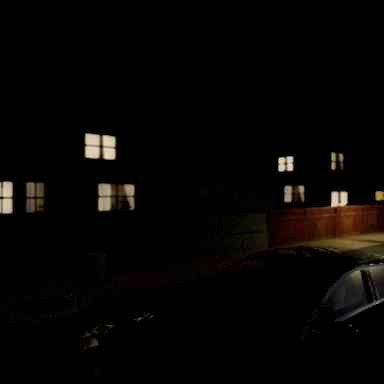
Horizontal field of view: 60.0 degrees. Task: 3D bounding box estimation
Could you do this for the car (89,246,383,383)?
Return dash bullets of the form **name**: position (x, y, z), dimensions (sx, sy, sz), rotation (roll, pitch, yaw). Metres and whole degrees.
- **car**: position (1.285, 1.484, 3.981), dimensions (4.902, 1.511, 2.128), rotation (0, 0, -35)
